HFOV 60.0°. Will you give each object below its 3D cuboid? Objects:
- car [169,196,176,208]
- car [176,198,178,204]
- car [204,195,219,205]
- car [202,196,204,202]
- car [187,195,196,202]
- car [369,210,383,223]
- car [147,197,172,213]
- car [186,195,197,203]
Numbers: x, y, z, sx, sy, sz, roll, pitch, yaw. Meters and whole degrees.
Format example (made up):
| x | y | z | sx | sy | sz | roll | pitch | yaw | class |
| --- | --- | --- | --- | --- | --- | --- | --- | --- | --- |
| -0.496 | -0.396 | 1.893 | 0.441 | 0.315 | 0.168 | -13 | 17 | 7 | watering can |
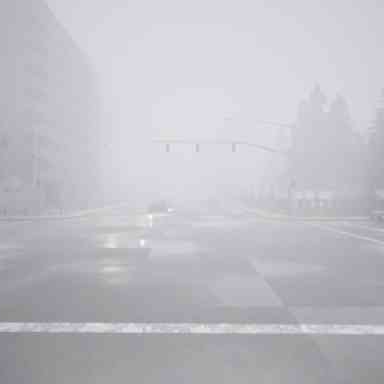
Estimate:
| x | y | z | sx | sy | sz | roll | pitch | yaw | class |
| --- | --- | --- | --- | --- | --- | --- | --- | --- | --- |
| -3.646 | 1.541 | 46.206 | 1.994 | 1.385 | 4.181 | 0 | 0 | 1 | car |
| -3.652 | 1.475 | 61.321 | 1.837 | 1.490 | 4.892 | 0 | 0 | 0 | car |
| 3.512 | 1.449 | 56.863 | 1.882 | 1.535 | 5.008 | 0 | 0 | 0 | car |
| 3.384 | 1.440 | 75.994 | 1.882 | 1.535 | 5.008 | 0 | 0 | 0 | car |
| -0.115 | 1.345 | 75.334 | 2.128 | 1.511 | 4.902 | 0 | 0 | 0 | car |
| 14.695 | 1.534 | 22.451 | 4.718 | 1.301 | 1.895 | 0 | 0 | 2 | car |
| -3.643 | 1.546 | 36.314 | 1.994 | 1.385 | 4.181 | 0 | 0 | 0 | car |
| -0.101 | 1.444 | 66.084 | 1.882 | 1.535 | 5.008 | 0 | 0 | 0 | car |
